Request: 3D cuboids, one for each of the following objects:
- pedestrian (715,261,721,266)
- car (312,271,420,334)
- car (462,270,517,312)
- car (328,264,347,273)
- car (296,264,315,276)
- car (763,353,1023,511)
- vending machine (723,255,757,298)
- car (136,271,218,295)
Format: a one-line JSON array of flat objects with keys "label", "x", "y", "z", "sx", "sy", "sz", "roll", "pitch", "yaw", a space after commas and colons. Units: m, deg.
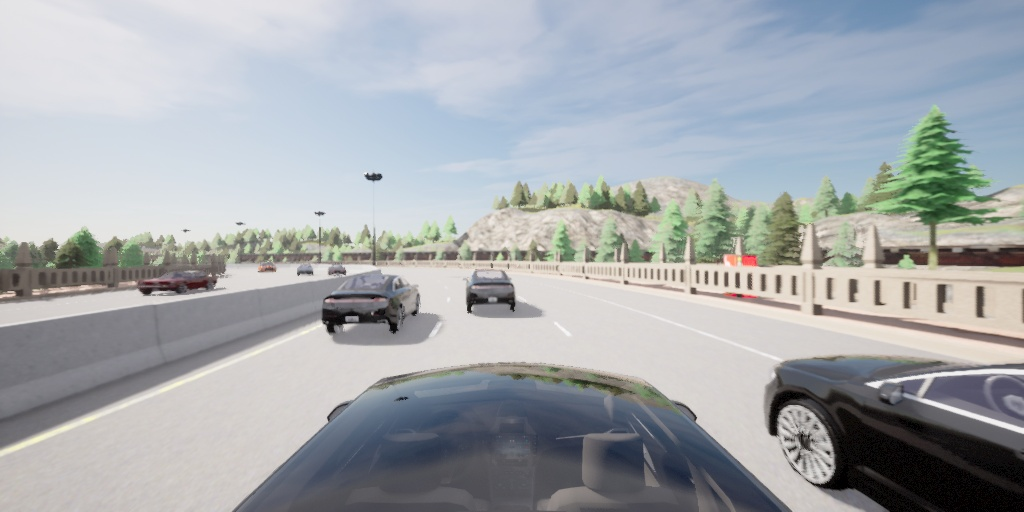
[{"label": "pedestrian", "x": 10.178, "y": 0.801, "z": 17.722, "sx": 0.375, "sy": 1.300, "sz": 0.375, "roll": -1, "pitch": 0, "yaw": -8}, {"label": "car", "x": -4.043, "y": 1.307, "z": 10.980, "sx": 2.128, "sy": 1.511, "sz": 4.902, "roll": 0, "pitch": 0, "yaw": -5}, {"label": "car", "x": -0.977, "y": 1.305, "z": 14.729, "sx": 2.128, "sy": 1.511, "sz": 4.902, "roll": 0, "pitch": 0, "yaw": -8}, {"label": "car", "x": -21.921, "y": 1.743, "z": 44.967, "sx": 1.994, "sy": 1.385, "sz": 4.181, "roll": 0, "pitch": -1, "yaw": -28}, {"label": "car", "x": -26.113, "y": 1.775, "z": 45.428, "sx": 2.033, "sy": 1.411, "sz": 5.357, "roll": 0, "pitch": 0, "yaw": -29}, {"label": "car", "x": 3.450, "y": 1.223, "z": 1.662, "sx": 2.128, "sy": 1.511, "sz": 4.902, "roll": 0, "pitch": 0, "yaw": 0}, {"label": "vending machine", "x": 10.381, "y": 0.945, "z": 16.349, "sx": 1.100, "sy": 2.100, "sz": 0.880, "roll": 0, "pitch": 0, "yaw": -8}, {"label": "car", "x": -20.309, "y": 1.599, "z": 22.008, "sx": 1.895, "sy": 1.301, "sz": 4.718, "roll": 0, "pitch": 0, "yaw": -15}]
